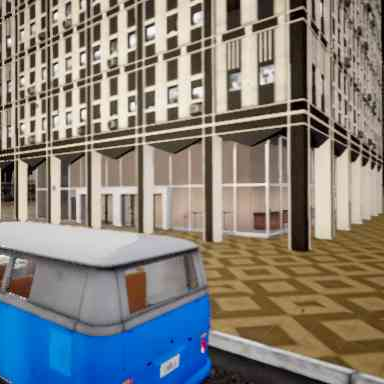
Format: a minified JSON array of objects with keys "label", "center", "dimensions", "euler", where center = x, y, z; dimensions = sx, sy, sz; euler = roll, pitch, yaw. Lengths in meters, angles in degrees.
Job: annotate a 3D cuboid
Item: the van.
[{"label":"van","center":[-1.706,1.335,4.104],"dimensions":[3.998,1.788,1.690],"euler":[0,0,36]}]
